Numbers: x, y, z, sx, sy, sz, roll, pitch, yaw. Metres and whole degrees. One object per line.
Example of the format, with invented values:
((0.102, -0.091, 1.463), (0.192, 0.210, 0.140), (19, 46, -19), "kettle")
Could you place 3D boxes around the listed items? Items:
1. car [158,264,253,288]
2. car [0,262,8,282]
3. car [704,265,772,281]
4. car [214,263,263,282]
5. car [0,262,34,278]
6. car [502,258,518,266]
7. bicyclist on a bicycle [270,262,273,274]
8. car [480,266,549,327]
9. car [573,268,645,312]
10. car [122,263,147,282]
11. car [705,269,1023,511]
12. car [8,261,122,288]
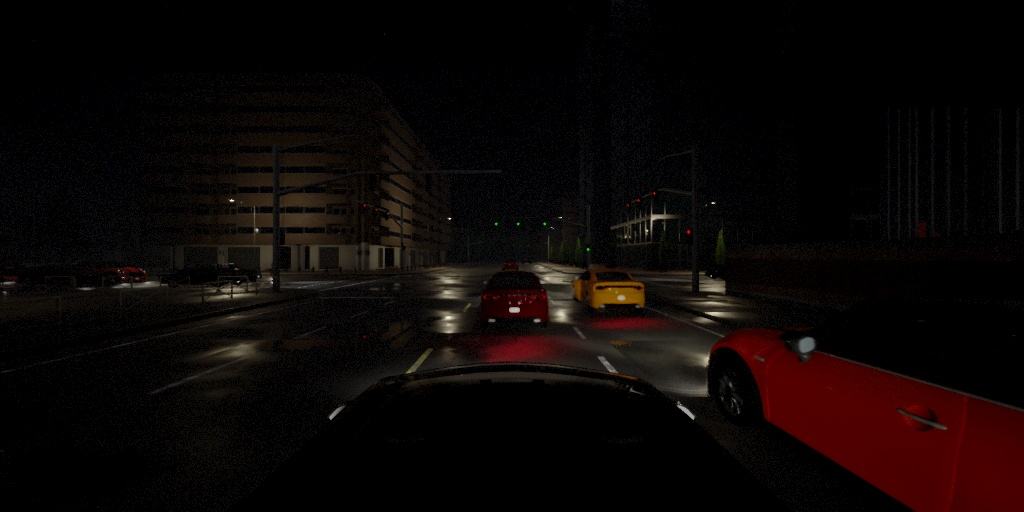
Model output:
((-20.606, 1.415, 24.108), (4.718, 1.301, 1.895), (0, 0, 0), "car")
((-42.309, 1.316, 27.703), (4.892, 1.490, 1.837), (1, 0, 0), "car")
((19.520, 1.417, 31.160), (4.718, 1.301, 1.895), (0, 0, 0), "car")
((-21.965, 1.307, 27.614), (4.902, 1.511, 2.128), (0, 0, 0), "car")
((-50.349, 1.309, 34.872), (4.902, 1.511, 2.128), (0, 0, 1), "car")
((-0.221, 1.120, 49.082), (2.097, 1.767, 4.553), (0, 0, 0), "car")
((-25.539, 1.120, 38.610), (0.582, 1.620, 1.656), (0, 0, 0), "bicyclist on a bicycle")
((0.079, 1.231, 11.587), (1.882, 1.535, 5.008), (0, 0, 0), "car")
((3.633, 1.232, 14.252), (1.882, 1.535, 5.008), (0, 0, 1), "car")
((-31.145, 1.167, 27.651), (4.553, 1.767, 2.097), (0, 0, 0), "car")
((3.600, 1.102, 2.829), (2.097, 1.767, 4.553), (0, 0, 0), "car")
((-29.974, 1.291, 24.145), (5.008, 1.535, 1.882), (0, 0, 0), "car")
